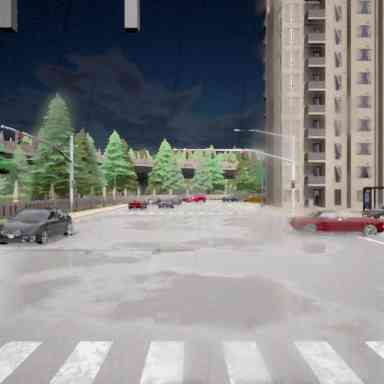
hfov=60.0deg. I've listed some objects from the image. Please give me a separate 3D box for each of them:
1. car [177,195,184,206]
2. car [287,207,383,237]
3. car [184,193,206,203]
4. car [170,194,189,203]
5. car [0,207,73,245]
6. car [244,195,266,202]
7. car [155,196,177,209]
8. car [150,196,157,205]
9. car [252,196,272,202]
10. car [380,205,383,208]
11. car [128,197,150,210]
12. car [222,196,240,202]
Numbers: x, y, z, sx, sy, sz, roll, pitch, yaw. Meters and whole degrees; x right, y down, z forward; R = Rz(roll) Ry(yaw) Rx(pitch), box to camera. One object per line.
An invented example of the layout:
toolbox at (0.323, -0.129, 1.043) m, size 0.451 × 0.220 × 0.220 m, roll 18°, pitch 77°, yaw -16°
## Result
car at (-3.007, 1.564, 56.107) m, size 1.994 × 1.385 × 4.181 m, roll 0°, pitch 0°, yaw 7°
car at (7.645, 1.647, 17.917) m, size 4.718 × 1.301 × 1.895 m, roll 0°, pitch 0°, yaw 11°
car at (1.016, 1.221, 69.387) m, size 2.150 × 2.045 × 5.566 m, roll 0°, pitch 0°, yaw 30°
car at (-2.521, 1.355, 70.187) m, size 2.097 × 1.767 × 4.553 m, roll 0°, pitch 0°, yaw 25°
car at (-7.095, 1.504, 15.476) m, size 1.837 × 1.490 × 4.892 m, roll 0°, pitch 0°, yaw 0°
car at (13.580, 1.478, 73.354) m, size 5.008 × 1.535 × 1.882 m, roll 0°, pitch 0°, yaw -37°
car at (-3.492, 1.564, 45.919) m, size 1.994 × 1.385 × 4.181 m, roll 0°, pitch 0°, yaw 1°
car at (-6.468, 1.492, 56.470) m, size 2.128 × 1.511 × 4.902 m, roll 0°, pitch 0°, yaw 7°
car at (16.667, 1.552, 79.402) m, size 4.181 × 1.385 × 1.994 m, roll 0°, pitch 0°, yaw -24°
car at (15.375, 1.560, 25.037) m, size 4.892 × 1.490 × 1.837 m, roll 0°, pitch 0°, yaw 0°
car at (-7.041, 1.601, 43.431) m, size 1.895 × 1.301 × 4.718 m, roll 0°, pitch 0°, yaw 1°
car at (8.568, 1.524, 73.545) m, size 4.674 × 1.442 × 1.812 m, roll 0°, pitch 0°, yaw -42°
